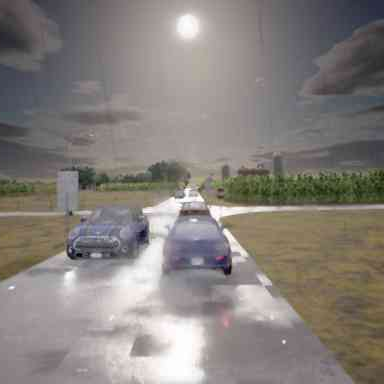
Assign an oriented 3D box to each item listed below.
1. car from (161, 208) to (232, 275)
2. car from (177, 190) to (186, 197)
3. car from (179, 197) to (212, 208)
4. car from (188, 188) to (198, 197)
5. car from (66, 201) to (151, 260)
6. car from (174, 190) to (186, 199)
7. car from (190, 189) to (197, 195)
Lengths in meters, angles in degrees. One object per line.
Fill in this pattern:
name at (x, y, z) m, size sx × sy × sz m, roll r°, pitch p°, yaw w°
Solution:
car at (0.120, 1.433, 10.046) m, size 1.812 × 1.442 × 4.674 m, roll 0°, pitch 1°, yaw 0°
car at (-2.464, 0.330, 80.784) m, size 1.882 × 1.535 × 5.008 m, roll 0°, pitch 1°, yaw 0°
car at (0.198, 1.289, 20.545) m, size 1.882 × 1.535 × 5.008 m, roll 0°, pitch 1°, yaw 2°
car at (0.286, 0.074, 80.652) m, size 2.150 × 2.045 × 5.566 m, roll 0°, pitch 1°, yaw 0°
car at (-2.776, 1.242, 11.969) m, size 2.097 × 1.767 × 4.553 m, roll 0°, pitch 1°, yaw 1°
car at (-2.537, 0.657, 65.409) m, size 1.837 × 1.490 × 4.892 m, roll 0°, pitch 1°, yaw 1°
car at (0.322, -0.011, 91.042) m, size 1.812 × 1.442 × 4.674 m, roll 0°, pitch 1°, yaw 0°
